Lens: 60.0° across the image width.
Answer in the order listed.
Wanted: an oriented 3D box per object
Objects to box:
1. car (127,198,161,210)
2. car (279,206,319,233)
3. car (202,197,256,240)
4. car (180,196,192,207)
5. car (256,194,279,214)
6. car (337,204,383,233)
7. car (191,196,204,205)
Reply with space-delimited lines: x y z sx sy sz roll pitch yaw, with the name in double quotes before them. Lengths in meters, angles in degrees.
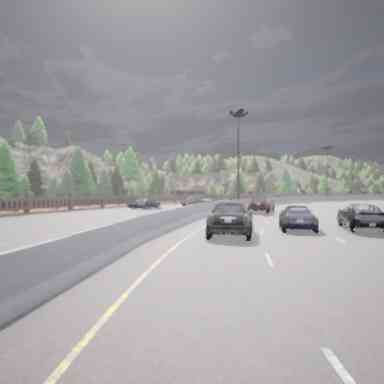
"car" -5.667 1.377 40.153 2.033 1.411 5.357 0 0 23
"car" 6.126 1.485 19.354 1.994 1.385 4.181 0 0 13
"car" 1.992 1.277 16.750 2.097 1.767 4.553 0 0 11
"car" 0.205 1.325 44.417 1.837 1.490 4.892 0 0 27
"car" 7.174 1.207 33.904 2.097 1.767 4.553 0 0 22
"car" 9.636 1.419 19.060 2.128 1.511 4.902 0 0 14
"car" 1.962 1.397 39.946 1.994 1.385 4.181 0 0 25
